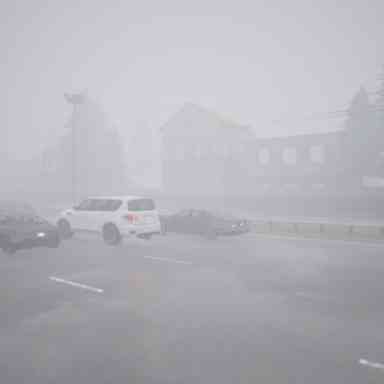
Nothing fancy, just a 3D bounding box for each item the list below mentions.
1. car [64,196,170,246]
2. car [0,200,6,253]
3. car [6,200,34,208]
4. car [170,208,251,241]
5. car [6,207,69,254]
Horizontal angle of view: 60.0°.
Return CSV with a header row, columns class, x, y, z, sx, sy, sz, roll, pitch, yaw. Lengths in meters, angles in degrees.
class,x,y,z,sx,sy,sz,roll,pitch,yaw
car,-3.963,1.186,15.375,5.566,2.045,2.150,1,0,36
car,-7.893,1.184,9.579,5.566,2.045,2.150,0,0,36
car,-14.983,1.404,27.541,4.902,1.511,2.128,0,0,36
car,0.237,1.519,16.652,5.357,1.411,2.033,0,0,36
car,-7.153,1.522,13.360,4.181,1.385,1.994,0,0,36
